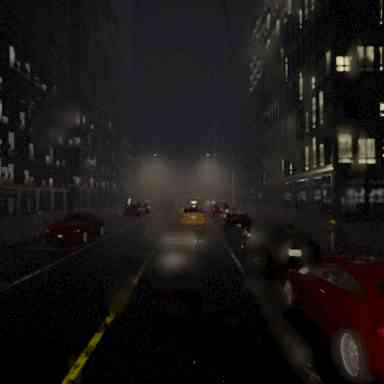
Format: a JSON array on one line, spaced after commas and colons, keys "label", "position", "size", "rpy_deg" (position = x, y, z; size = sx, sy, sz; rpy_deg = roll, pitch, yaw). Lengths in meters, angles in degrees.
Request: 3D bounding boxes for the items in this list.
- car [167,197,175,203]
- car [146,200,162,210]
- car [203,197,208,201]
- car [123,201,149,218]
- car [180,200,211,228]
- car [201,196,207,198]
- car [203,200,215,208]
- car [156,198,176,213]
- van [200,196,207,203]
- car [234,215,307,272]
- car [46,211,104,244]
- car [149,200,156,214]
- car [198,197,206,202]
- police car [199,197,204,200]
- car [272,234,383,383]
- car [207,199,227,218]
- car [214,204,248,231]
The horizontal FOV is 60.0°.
[{"label": "car", "position": [-5.572, 2.151, 88.469], "size": [1.947, 1.339, 4.313], "rpy_deg": [1, 0, 0]}, {"label": "car", "position": [-5.621, 1.918, 49.447], "size": [1.947, 1.339, 4.313], "rpy_deg": [1, 0, 0]}, {"label": "car", "position": [2.760, 1.903, 49.415], "size": [2.008, 1.369, 4.403], "rpy_deg": [1, 0, 0]}, {"label": "car", "position": [-5.642, 1.825, 32.726], "size": [1.802, 1.307, 4.206], "rpy_deg": [1, 0, 0]}, {"label": "car", "position": [0.131, 1.636, 23.716], "size": [1.801, 1.575, 5.366], "rpy_deg": [0, 0, 0]}, {"label": "car", "position": [2.780, 2.023, 66.145], "size": [1.947, 1.339, 4.313], "rpy_deg": [1, 0, 0]}, {"label": "car", "position": [2.766, 1.969, 54.992], "size": [1.802, 1.307, 4.206], "rpy_deg": [1, 0, 0]}, {"label": "car", "position": [-3.040, 1.824, 41.102], "size": [1.812, 1.442, 4.674], "rpy_deg": [0, 0, 0]}, {"label": "van", "position": [2.804, 1.896, 82.877], "size": [1.690, 1.788, 3.998], "rpy_deg": [1, 0, 0]}, {"label": "car", "position": [2.712, 1.651, 10.831], "size": [1.947, 1.339, 4.313], "rpy_deg": [1, 0, 0]}, {"label": "car", "position": [-5.661, 1.672, 16.547], "size": [1.887, 1.381, 4.507], "rpy_deg": [1, 0, 0]}, {"label": "car", "position": [-5.633, 1.720, 38.300], "size": [1.967, 1.590, 4.097], "rpy_deg": [1, 0, 0]}, {"label": "car", "position": [2.815, 2.160, 94.029], "size": [1.887, 1.381, 4.507], "rpy_deg": [1, 0, 0]}, {"label": "police car", "position": [0.150, 1.809, 41.948], "size": [2.038, 1.542, 4.974], "rpy_deg": [0, 0, 0]}, {"label": "car", "position": [2.704, 1.623, 5.158], "size": [1.802, 1.307, 4.206], "rpy_deg": [1, 0, 0]}, {"label": "car", "position": [2.740, 1.682, 32.685], "size": [1.967, 1.590, 4.097], "rpy_deg": [1, 0, 0]}, {"label": "car", "position": [2.725, 1.715, 21.529], "size": [2.008, 1.369, 4.403], "rpy_deg": [1, 0, 0]}]
